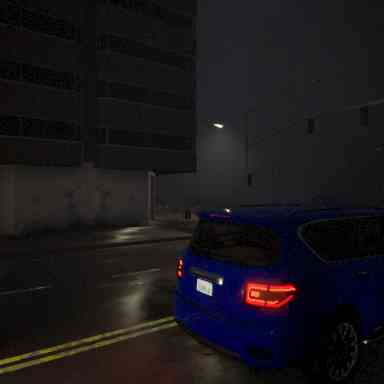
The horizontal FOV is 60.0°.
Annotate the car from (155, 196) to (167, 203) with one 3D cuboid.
[{"bbox_3d":[-6.039,1.418,55.474,1.837,1.490,4.892,0,0,-36],"label":"car"}]

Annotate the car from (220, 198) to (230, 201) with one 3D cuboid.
[{"bbox_3d":[5.241,1.564,33.949,1.994,1.385,4.181,0,0,-36],"label":"car"}]

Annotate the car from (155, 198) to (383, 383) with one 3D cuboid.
[{"bbox_3d":[2.348,1.221,5.483,5.566,2.045,2.150,0,0,-35],"label":"car"}]

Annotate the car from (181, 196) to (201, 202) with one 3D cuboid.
[{"bbox_3d":[0.188,1.352,53.043,2.097,1.767,4.553,0,0,-36],"label":"car"}]

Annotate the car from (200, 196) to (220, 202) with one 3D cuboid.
[{"bbox_3d":[3.705,1.491,41.988,2.128,1.511,4.902,0,0,-36],"label":"car"}]

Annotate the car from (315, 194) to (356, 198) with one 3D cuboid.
[{"bbox_3d":[13.445,1.223,29.348,2.150,2.045,5.566,0,0,-43],"label":"car"}]

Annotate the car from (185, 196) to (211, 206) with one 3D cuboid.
[{"bbox_3d":[1.029,1.478,57.832,1.882,1.535,5.008,0,0,-36],"label":"car"}]
